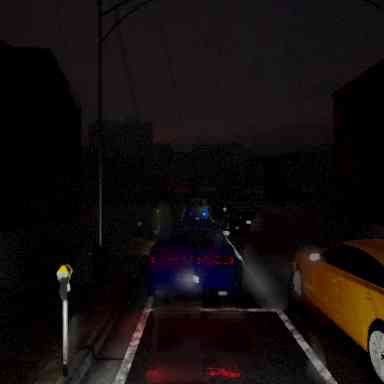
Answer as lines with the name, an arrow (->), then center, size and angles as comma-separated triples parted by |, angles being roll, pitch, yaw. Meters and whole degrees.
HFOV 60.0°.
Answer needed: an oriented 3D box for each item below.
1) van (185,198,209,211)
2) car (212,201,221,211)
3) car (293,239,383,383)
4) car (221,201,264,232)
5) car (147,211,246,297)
van -> 0.374, 1.345, 25.499 | 1.690, 1.788, 3.998 | -1, 0, 0
car -> 3.116, 1.573, 33.339 | 1.994, 1.385, 4.181 | 0, 0, 0
car -> 3.120, 1.477, 5.258 | 1.882, 1.535, 5.008 | 0, 0, 0
car -> 3.022, 1.479, 20.054 | 1.882, 1.535, 5.008 | 0, 0, 1
car -> 0.006, 1.477, 8.651 | 1.882, 1.535, 5.008 | 0, 0, 0
